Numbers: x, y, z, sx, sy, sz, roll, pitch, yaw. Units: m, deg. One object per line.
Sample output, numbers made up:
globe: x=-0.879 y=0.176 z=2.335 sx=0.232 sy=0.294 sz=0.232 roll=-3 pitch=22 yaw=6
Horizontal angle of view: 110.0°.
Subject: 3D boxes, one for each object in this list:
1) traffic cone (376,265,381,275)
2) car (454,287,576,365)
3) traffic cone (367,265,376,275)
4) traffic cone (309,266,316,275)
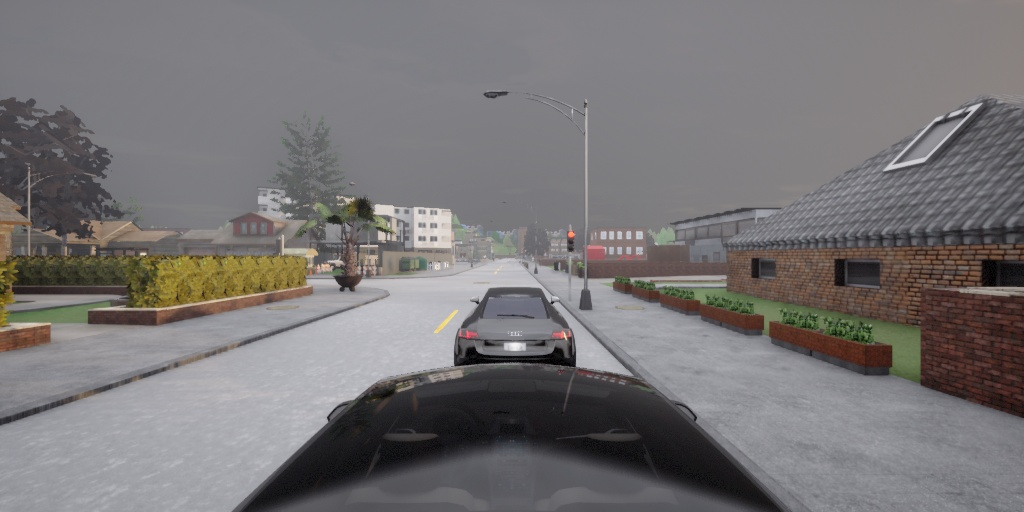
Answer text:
traffic cone: x=-15.391 y=1.556 z=40.712 sx=0.344 sy=0.586 sz=0.344 roll=0 pitch=0 yaw=0
car: x=0.059 y=1.314 z=7.326 sx=1.994 sy=1.385 sz=4.181 roll=0 pitch=0 yaw=0
traffic cone: x=-15.752 y=1.560 z=40.143 sx=0.344 sy=0.586 sz=0.344 roll=0 pitch=0 yaw=0
traffic cone: x=-19.799 y=1.567 z=35.259 sx=0.344 sy=0.586 sz=0.344 roll=0 pitch=0 yaw=0
